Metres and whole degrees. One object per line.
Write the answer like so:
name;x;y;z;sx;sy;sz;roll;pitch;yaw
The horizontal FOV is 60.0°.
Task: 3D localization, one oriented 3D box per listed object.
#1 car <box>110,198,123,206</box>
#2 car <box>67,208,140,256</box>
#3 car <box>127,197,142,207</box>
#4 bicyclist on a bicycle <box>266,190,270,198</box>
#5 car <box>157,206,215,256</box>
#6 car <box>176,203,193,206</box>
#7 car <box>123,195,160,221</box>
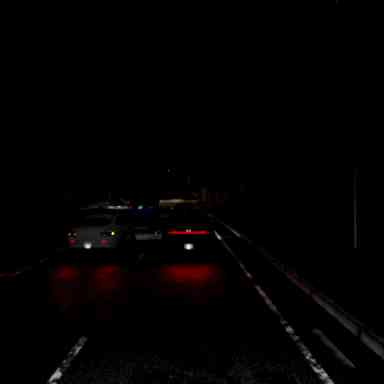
car;-12.454;1.645;55.615;2.033;1.411;5.357;0;0;-5
car;-3.397;1.528;13.013;1.812;1.442;4.674;0;-1;-1
car;-8.954;1.564;52.539;1.882;1.535;5.008;0;-1;-4
bicyclist on a bicycle;14.782;0.355;64.914;0.582;1.620;1.656;-2;0;-6
car;-0.148;1.504;13.046;1.837;1.490;4.892;0;0;-1
car;-0.610;1.560;26.188;2.033;1.411;5.357;0;0;-2
car;-3.896;1.238;27.058;2.150;2.045;5.566;0;0;-2
